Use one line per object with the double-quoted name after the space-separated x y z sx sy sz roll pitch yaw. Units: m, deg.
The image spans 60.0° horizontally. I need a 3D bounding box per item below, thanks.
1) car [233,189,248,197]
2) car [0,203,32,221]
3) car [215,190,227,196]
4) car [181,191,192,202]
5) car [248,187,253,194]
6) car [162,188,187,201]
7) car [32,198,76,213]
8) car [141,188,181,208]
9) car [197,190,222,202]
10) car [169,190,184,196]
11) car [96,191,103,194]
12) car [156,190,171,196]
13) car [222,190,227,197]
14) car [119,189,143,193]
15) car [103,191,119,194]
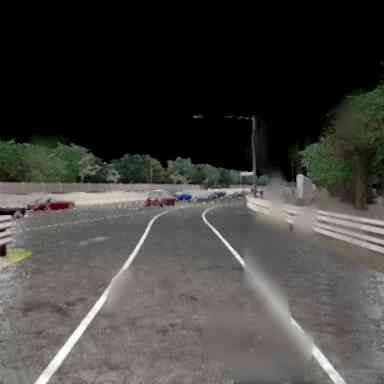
10.023 0.390 71.259 1.812 1.442 4.674 0 1 21 "car"
-13.069 1.336 21.287 1.895 1.301 4.718 0 1 21 "car"
7.441 0.267 84.076 1.994 1.385 4.181 0 1 21 "car"
-1.513 0.712 51.089 1.882 1.535 5.008 0 1 21 "car"
14.994 0.051 94.043 2.128 1.511 4.902 0 1 21 "car"
-2.954 0.386 57.055 2.150 2.045 5.566 0 1 21 "car"
-13.081 1.204 30.937 1.895 1.301 4.718 0 1 21 "car"
-3.326 0.796 36.733 2.097 1.767 4.553 0 1 21 "car"
2.470 0.741 51.679 2.033 1.411 5.357 0 1 21 "car"
-3.916 0.287 83.782 1.882 1.535 5.008 0 1 21 "car"
-19.507 0.615 72.464 2.128 1.511 4.902 0 1 21 "car"
-7.185 0.297 85.031 1.882 1.535 5.008 0 1 21 "car"
5.332 0.416 68.801 1.882 1.535 5.008 0 1 21 "car"
-12.857 0.618 70.254 1.994 1.385 4.181 0 1 21 "car"
-16.127 0.616 71.502 2.033 1.411 5.357 0 1 21 "car"
